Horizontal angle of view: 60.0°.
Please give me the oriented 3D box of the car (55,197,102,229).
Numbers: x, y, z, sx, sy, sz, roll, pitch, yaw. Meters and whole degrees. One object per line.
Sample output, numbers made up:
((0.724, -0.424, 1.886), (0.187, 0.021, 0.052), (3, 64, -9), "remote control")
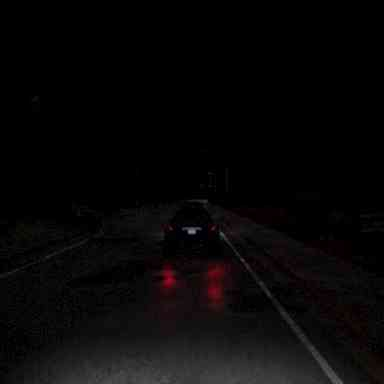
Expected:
((-7.668, 1.352, 22.300), (1.905, 1.878, 3.866), (8, -4, -42), "car")

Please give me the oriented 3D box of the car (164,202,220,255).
((-0.001, 1.482, 14.087), (2.097, 1.767, 4.553), (0, -1, 0), "car")
